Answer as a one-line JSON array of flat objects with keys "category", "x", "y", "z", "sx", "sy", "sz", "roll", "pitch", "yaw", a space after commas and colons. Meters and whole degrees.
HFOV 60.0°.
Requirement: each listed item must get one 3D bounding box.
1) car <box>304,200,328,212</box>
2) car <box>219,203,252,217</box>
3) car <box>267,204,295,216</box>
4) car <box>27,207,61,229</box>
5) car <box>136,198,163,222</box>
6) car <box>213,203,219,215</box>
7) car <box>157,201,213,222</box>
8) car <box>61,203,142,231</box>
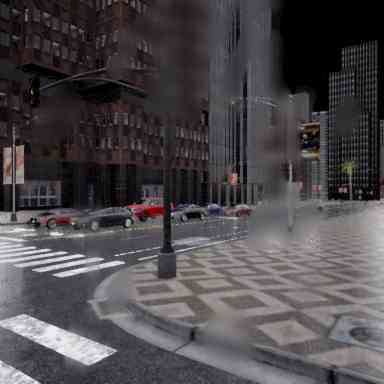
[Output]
[{"category": "car", "x": 19.355, "y": 2.372, "z": 52.708, "sx": 2.033, "sy": 1.411, "sz": 5.357, "roll": 0, "pitch": -1, "yaw": 35}, {"category": "car", "x": 5.385, "y": 2.057, "z": 38.730, "sx": 1.812, "sy": 1.442, "sz": 4.674, "roll": 0, "pitch": -1, "yaw": 35}, {"category": "car", "x": 10.980, "y": 2.155, "z": 40.729, "sx": 2.033, "sy": 1.411, "sz": 5.357, "roll": 0, "pitch": -1, "yaw": 35}, {"category": "car", "x": -9.264, "y": 1.788, "z": 23.491, "sx": 1.994, "sy": 1.385, "sz": 4.181, "roll": 0, "pitch": -1, "yaw": 36}, {"category": "car", "x": -3.976, "y": 1.579, "z": 31.051, "sx": 2.150, "sy": 2.045, "sz": 5.566, "roll": 0, "pitch": -1, "yaw": 35}, {"category": "car", "x": 1.954, "y": 2.034, "z": 39.515, "sx": 1.812, "sy": 1.442, "sz": 4.674, "roll": 0, "pitch": -1, "yaw": 35}, {"category": "car", "x": -0.501, "y": 1.873, "z": 30.346, "sx": 2.128, "sy": 1.511, "sz": 4.902, "roll": 0, "pitch": -1, "yaw": 35}, {"category": "car", "x": -5.975, "y": 1.748, "z": 22.536, "sx": 1.837, "sy": 1.490, "sz": 4.892, "roll": 0, "pitch": -1, "yaw": 35}]
